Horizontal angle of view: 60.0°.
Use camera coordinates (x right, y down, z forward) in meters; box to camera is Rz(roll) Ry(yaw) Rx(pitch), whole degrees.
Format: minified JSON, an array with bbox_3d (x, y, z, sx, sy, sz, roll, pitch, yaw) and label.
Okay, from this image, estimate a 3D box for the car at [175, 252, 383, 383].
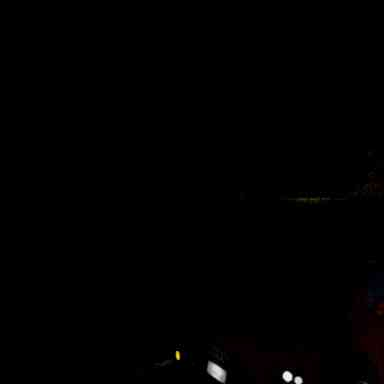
[{"bbox_3d":[1.857,1.564,4.392,4.181,1.385,1.994,0,0,-36],"label":"car"}]
